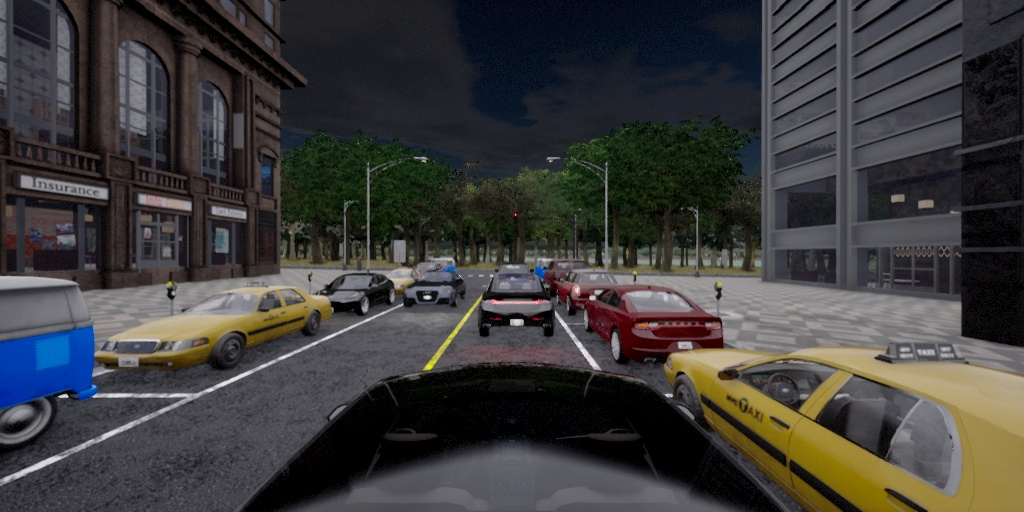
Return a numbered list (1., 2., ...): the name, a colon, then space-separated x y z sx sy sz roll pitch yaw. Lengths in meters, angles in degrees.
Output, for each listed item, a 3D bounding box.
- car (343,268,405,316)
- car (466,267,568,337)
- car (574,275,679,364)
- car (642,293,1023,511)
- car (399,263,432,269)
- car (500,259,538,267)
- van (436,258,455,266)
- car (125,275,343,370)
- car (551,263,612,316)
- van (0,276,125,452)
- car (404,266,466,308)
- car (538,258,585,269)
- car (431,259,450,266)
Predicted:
1. car: -5.749 1.310 13.404 1.948 1.339 4.313 0 0 0
2. car: 0.111 1.237 10.269 2.128 1.511 4.902 0 0 0
3. car: 2.769 1.291 7.956 1.888 1.381 4.507 0 0 0
4. car: 2.763 1.275 2.688 1.751 1.417 4.829 0 0 0
5. car: -5.743 1.267 18.672 1.751 1.417 4.829 0 0 0
6. car: 0.122 1.093 19.234 2.097 1.767 4.553 0 0 1
7. van: -5.729 1.078 29.717 1.690 1.789 3.998 0 0 0
8. car: -5.756 1.272 7.797 1.751 1.417 4.829 0 0 0
9. car: 2.776 1.183 13.393 1.967 1.591 4.097 0 0 0
10. van: -5.763 1.090 2.529 1.690 1.789 3.998 0 0 0
11. car: -3.070 1.307 14.987 1.994 1.385 4.181 0 0 0
12. car: 2.783 1.056 18.831 2.192 1.841 5.009 0 0 0
13. car: -5.736 1.179 24.279 1.967 1.591 4.097 0 0 0
